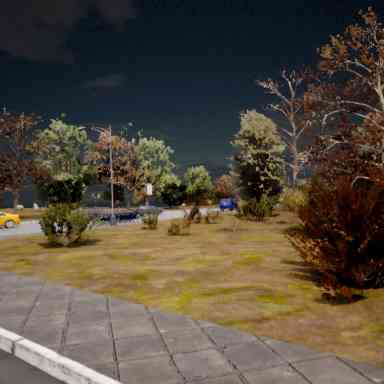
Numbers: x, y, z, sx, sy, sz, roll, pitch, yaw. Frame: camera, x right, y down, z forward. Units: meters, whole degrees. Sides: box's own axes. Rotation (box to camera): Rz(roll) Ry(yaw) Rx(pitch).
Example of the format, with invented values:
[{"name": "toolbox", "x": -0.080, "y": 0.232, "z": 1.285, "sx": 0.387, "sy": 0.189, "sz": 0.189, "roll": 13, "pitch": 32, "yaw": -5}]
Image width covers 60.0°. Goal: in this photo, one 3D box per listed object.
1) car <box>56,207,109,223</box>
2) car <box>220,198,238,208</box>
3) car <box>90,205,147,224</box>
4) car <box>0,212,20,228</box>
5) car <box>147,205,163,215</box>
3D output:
[{"name": "car", "x": -11.711, "y": 2.459, "z": 35.885, "sx": 2.033, "sy": 1.411, "sz": 5.357, "roll": -3, "pitch": -2, "yaw": 32}, {"name": "car", "x": 6.268, "y": 1.937, "z": 51.086, "sx": 2.150, "sy": 2.045, "sz": 5.566, "roll": -3, "pitch": -2, "yaw": 32}, {"name": "car", "x": -6.622, "y": 2.175, "z": 30.495, "sx": 1.895, "sy": 1.301, "sz": 4.718, "roll": -3, "pitch": -2, "yaw": 33}, {"name": "car", "x": -17.037, "y": 2.368, "z": 27.647, "sx": 1.882, "sy": 1.535, "sz": 5.008, "roll": -3, "pitch": -2, "yaw": 33}, {"name": "car", "x": -6.071, "y": 2.509, "z": 44.859, "sx": 2.033, "sy": 1.411, "sz": 5.357, "roll": -3, "pitch": -2, "yaw": 32}]
